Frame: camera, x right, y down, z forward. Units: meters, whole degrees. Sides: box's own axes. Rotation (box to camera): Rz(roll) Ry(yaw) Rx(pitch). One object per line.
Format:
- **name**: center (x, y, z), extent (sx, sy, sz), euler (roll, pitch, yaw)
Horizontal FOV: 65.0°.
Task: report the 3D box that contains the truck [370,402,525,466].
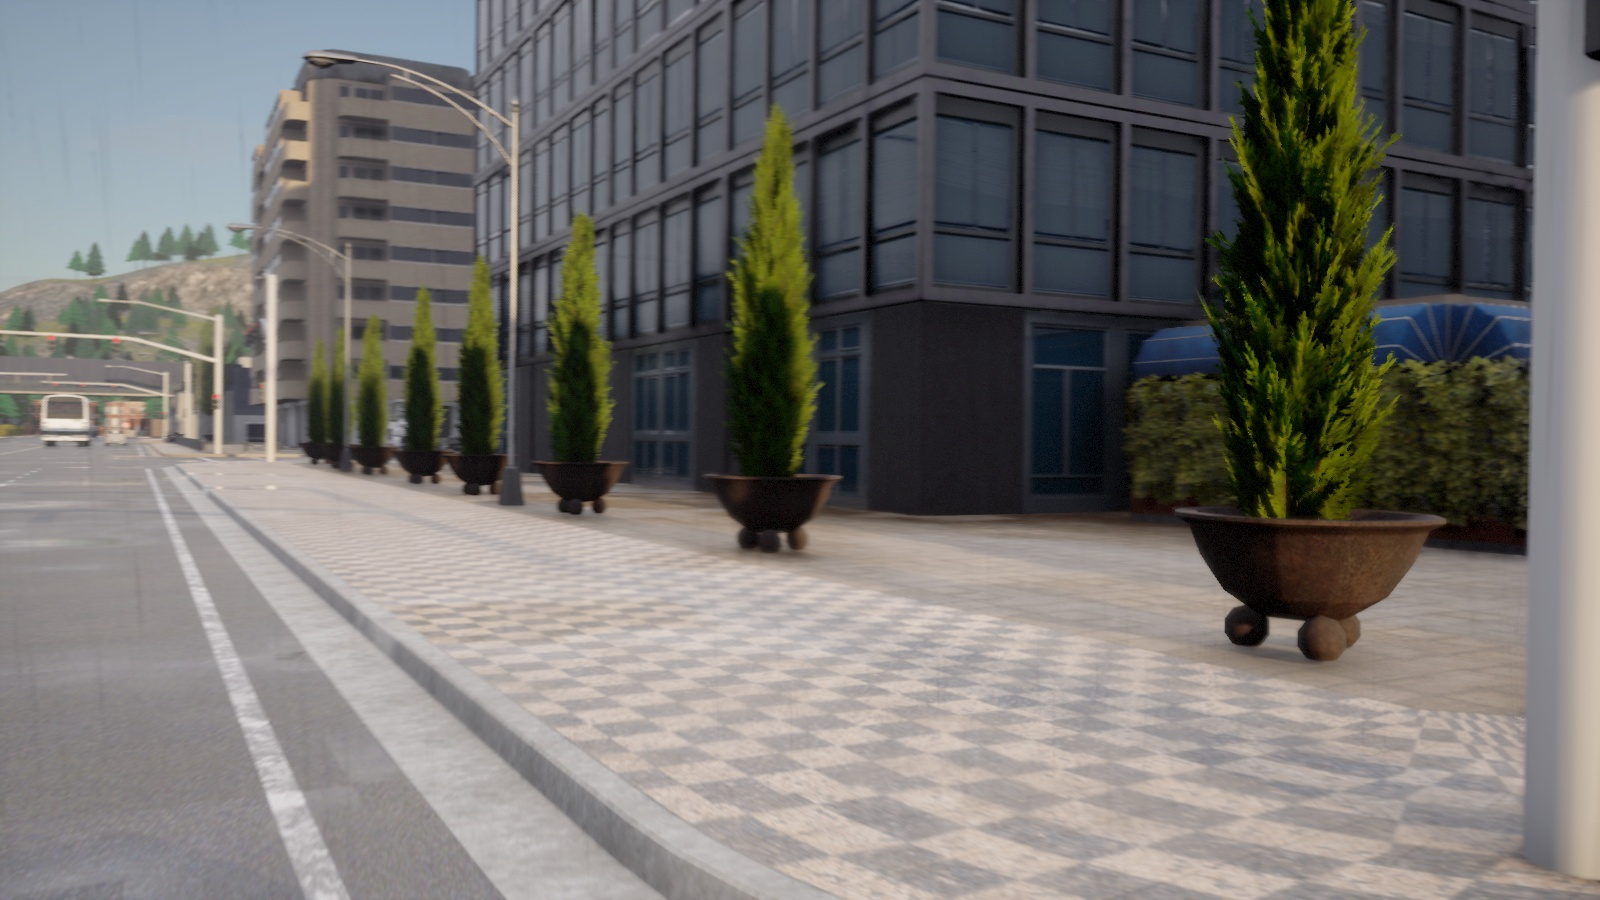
- **truck**: center (-19.897, -0.889, 71.011), extent (7.936, 3.462, 2.891), euler (-1, 1, -28)
